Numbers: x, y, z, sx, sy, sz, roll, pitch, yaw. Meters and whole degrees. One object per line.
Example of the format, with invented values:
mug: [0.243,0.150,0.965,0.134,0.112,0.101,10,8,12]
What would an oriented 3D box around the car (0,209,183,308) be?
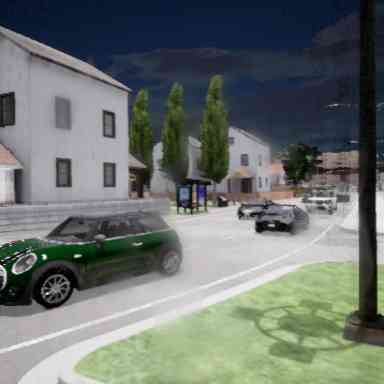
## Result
car: [-2.370,1.286,7.987,2.097,1.767,4.553,0,1,43]

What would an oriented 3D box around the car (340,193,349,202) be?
car: [23.694,0.882,52.561,1.895,1.301,4.718,0,1,28]

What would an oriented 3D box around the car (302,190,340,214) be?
car: [11.949,0.816,30.571,2.150,2.045,5.566,0,1,28]

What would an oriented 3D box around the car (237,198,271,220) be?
car: [4.860,1.201,24.669,2.128,1.511,4.902,0,1,28]

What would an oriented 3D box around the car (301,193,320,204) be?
car: [16.985,0.890,47.500,1.837,1.490,4.892,0,0,28]

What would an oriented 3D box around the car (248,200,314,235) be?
car: [4.720,1.349,17.243,1.994,1.385,4.181,0,1,31]
